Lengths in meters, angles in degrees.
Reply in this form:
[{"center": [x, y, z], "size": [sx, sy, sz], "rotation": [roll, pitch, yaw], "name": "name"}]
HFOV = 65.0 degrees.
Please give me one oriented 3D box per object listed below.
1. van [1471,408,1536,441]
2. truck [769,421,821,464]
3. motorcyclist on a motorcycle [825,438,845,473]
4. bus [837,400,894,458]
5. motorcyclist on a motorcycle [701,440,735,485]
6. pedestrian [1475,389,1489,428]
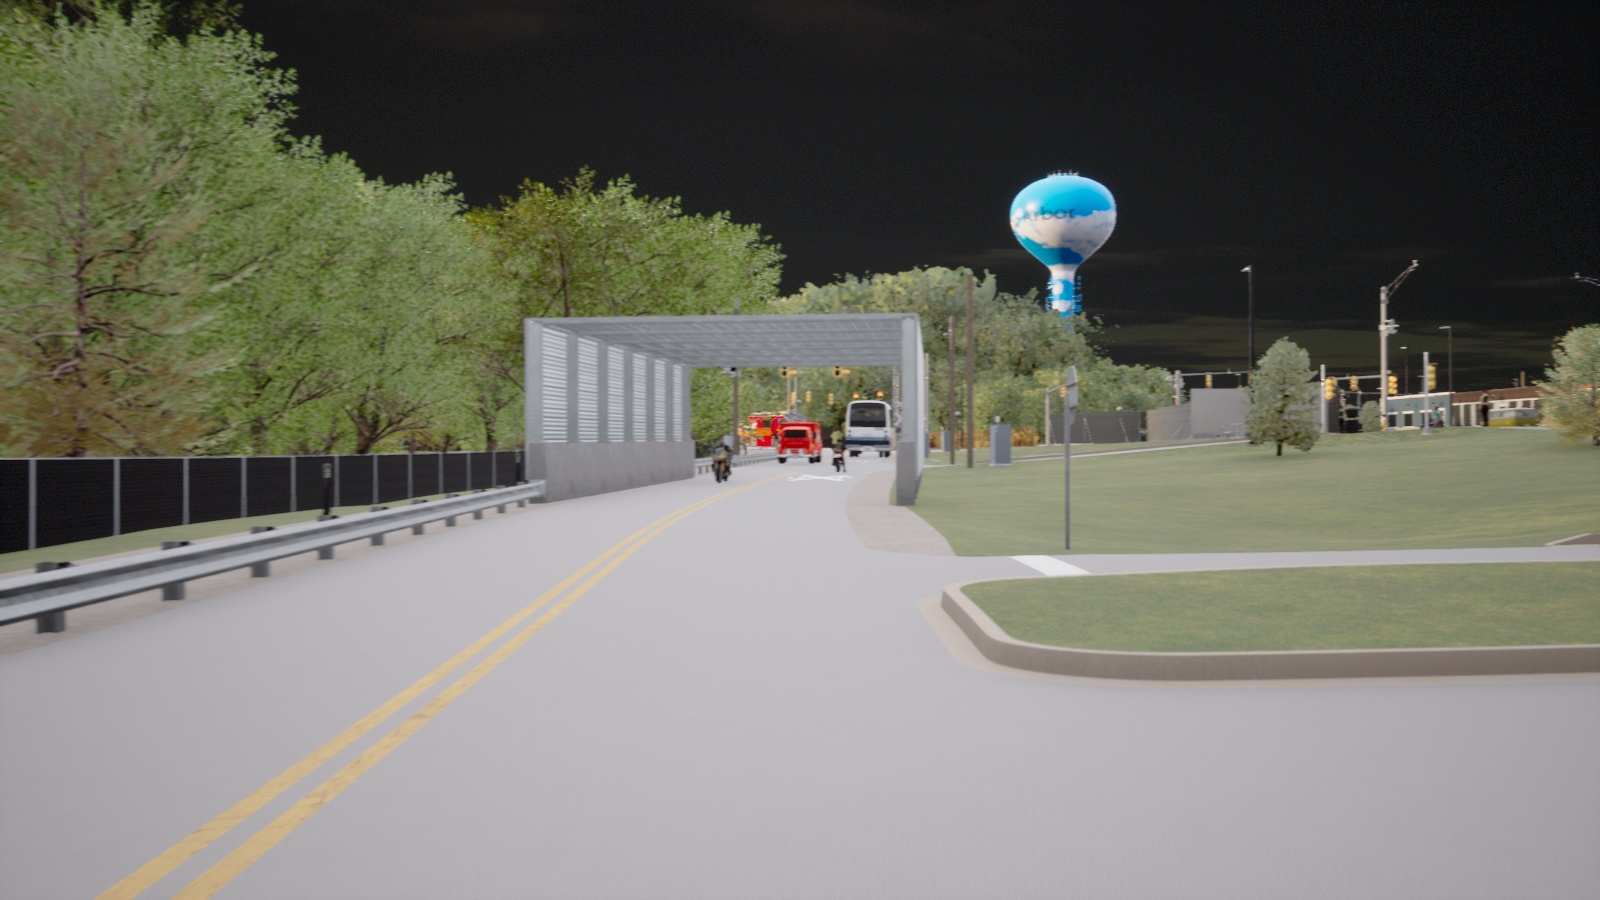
[{"center": [46.568, -1.663, 83.193], "size": [1.775, 1.987, 4.442], "rotation": [0, -1, -1], "name": "van"}, {"center": [-0.272, -0.451, 75.537], "size": [2.627, 2.467, 5.204], "rotation": [0, 1, 5], "name": "truck"}, {"center": [1.552, 0.235, 56.001], "size": [0.797, 1.523, 2.044], "rotation": [0, 1, 4], "name": "motorcyclist on a motorcycle"}, {"center": [5.184, -1.598, 97.688], "size": [3.944, 4.253, 10.273], "rotation": [1, 1, 5], "name": "bus"}, {"center": [-2.844, 0.423, 43.623], "size": [0.866, 1.530, 2.191], "rotation": [0, 1, 5], "name": "motorcyclist on a motorcycle"}, {"center": [32.934, -1.992, 60.655], "size": [0.345, 1.836, 0.594], "rotation": [0, -1, -1], "name": "pedestrian"}]
